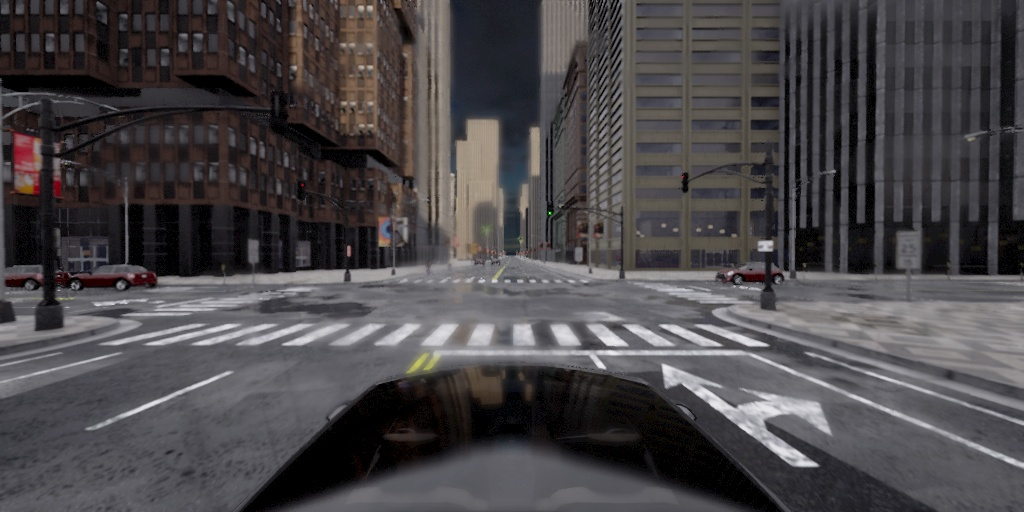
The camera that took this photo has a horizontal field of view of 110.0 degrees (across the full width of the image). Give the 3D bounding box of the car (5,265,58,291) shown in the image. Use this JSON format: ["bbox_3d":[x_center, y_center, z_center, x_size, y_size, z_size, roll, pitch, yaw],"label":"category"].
[{"bbox_3d":[-30.153,1.293,22.239,4.097,1.591,1.967,0,0,0],"label":"car"}]

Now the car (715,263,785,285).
[{"bbox_3d":[16.682,1.181,25.366,4.097,1.591,1.967,0,0,0],"label":"car"}]

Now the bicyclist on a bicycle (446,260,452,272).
[{"bbox_3d":[-8.736,1.353,49.948,0.866,1.612,1.509,0,0,0],"label":"bicyclist on a bicycle"}]

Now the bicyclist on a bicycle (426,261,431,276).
[{"bbox_3d":[-8.746,1.324,37.495,0.582,1.620,1.656,0,0,0],"label":"bicyclist on a bicycle"}]

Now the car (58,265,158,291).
[{"bbox_3d":[-24.728,1.275,22.242,4.097,1.591,1.967,0,0,0],"label":"car"}]
